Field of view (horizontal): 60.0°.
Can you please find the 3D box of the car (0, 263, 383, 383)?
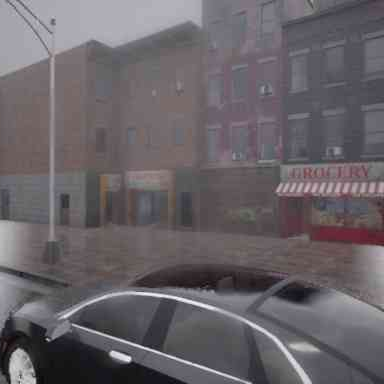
[{"bbox_3d":[-0.021,1.507,3.296,4.892,1.490,1.837,1,0,36],"label":"car"}]
